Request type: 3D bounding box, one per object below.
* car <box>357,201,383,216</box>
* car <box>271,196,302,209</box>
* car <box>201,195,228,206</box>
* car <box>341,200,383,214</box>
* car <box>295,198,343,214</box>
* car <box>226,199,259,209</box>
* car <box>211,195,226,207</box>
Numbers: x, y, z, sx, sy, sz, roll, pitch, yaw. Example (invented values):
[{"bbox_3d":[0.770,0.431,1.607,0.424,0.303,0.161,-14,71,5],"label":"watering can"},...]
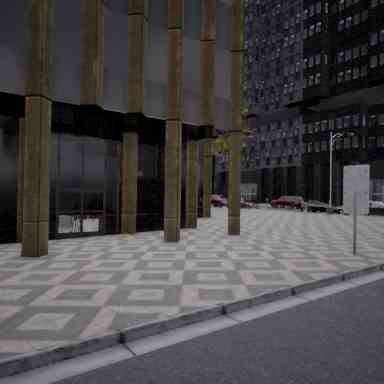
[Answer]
[{"bbox_3d":[16.307,1.517,29.309,2.008,1.369,4.403,1,-1,-35],"label":"car"},{"bbox_3d":[13.678,1.486,47.738,2.192,1.841,5.009,1,-1,-35],"label":"car"},{"bbox_3d":[4.102,1.511,61.221,2.192,1.841,5.009,1,-1,-35],"label":"car"},{"bbox_3d":[20.059,1.708,38.746,2.008,1.369,4.403,1,-1,-35],"label":"car"},{"bbox_3d":[13.115,1.539,33.804,1.947,1.339,4.313,1,-1,-35],"label":"car"},{"bbox_3d":[6.730,1.570,42.793,1.802,1.307,4.206,1,-1,-35],"label":"car"},{"bbox_3d":[3.541,1.311,47.291,2.192,1.841,5.009,1,-1,-35],"label":"car"}]
